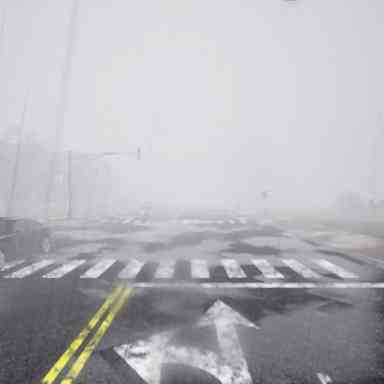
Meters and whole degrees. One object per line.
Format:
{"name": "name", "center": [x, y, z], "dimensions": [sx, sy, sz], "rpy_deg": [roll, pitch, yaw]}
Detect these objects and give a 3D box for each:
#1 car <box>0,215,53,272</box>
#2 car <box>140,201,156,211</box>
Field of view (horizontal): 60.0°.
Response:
{"name": "car", "center": [-6.493, 1.597, 11.257], "dimensions": [1.882, 1.535, 5.008], "rpy_deg": [0, -1, 0]}
{"name": "car", "center": [-6.493, 2.091, 49.382], "dimensions": [2.033, 1.411, 5.357], "rpy_deg": [0, 0, 0]}
